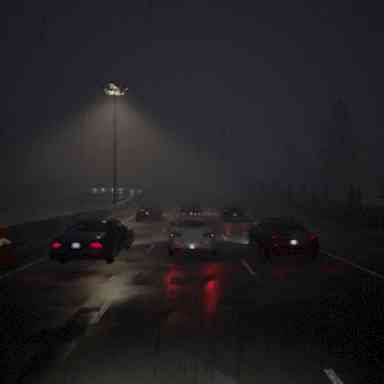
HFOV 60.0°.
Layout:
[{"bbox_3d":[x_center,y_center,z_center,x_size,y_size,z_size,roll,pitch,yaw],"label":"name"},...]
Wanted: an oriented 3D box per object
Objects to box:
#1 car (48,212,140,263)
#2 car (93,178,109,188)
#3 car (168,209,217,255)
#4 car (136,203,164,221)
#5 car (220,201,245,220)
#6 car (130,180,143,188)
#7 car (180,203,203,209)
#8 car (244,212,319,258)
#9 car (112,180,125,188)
[{"bbox_3d":[-3.491,1.684,12.517,2.033,1.411,5.357,0,-1,0],"label":"car"},{"bbox_3d":[-17.766,-1.819,64.732,2.097,1.767,4.553,0,6,0],"label":"car"},{"bbox_3d":[0.016,1.676,13.889,1.812,1.442,4.674,0,0,0],"label":"car"},{"bbox_3d":[-3.555,1.592,28.370,1.994,1.385,4.181,0,2,0],"label":"car"},{"bbox_3d":[3.443,1.538,28.809,1.812,1.442,4.674,0,2,0],"label":"car"},{"bbox_3d":[-10.775,-1.644,64.745,1.812,1.442,4.674,0,6,0],"label":"car"},{"bbox_3d":[-0.063,1.605,27.444,2.033,1.411,5.357,0,2,0],"label":"car"},{"bbox_3d":[3.512,1.710,13.420,1.994,1.385,4.181,0,-1,0],"label":"car"},{"bbox_3d":[-14.269,-1.644,64.727,1.812,1.442,4.674,0,6,0],"label":"car"}]
